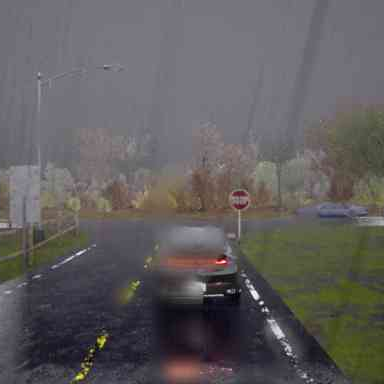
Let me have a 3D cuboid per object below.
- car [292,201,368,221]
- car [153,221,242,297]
[{"bbox_3d":[10.631,1.437,25.858,5.357,1.411,2.033,0,0,1],"label":"car"},{"bbox_3d":[0.109,1.504,8.526,1.837,1.490,4.892,0,0,0],"label":"car"}]
